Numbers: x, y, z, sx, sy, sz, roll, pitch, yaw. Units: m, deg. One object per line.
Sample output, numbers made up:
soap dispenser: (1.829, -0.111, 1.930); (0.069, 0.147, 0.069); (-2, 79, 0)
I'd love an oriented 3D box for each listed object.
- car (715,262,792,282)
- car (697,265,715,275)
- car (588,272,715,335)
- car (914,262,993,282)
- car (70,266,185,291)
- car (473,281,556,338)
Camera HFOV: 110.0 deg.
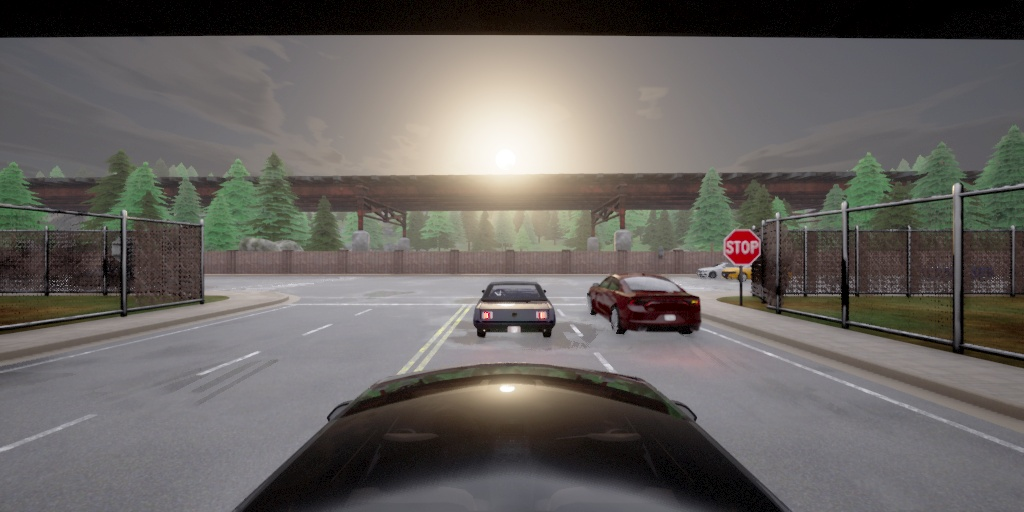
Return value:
car: (19.305, 1.227, 28.397); (5.008, 1.535, 1.882); (0, 0, 0)
car: (18.940, 1.276, 31.881); (4.674, 1.442, 1.812); (0, 0, 0)
car: (3.558, 1.228, 10.541); (1.882, 1.535, 5.008); (0, 0, 0)
car: (34.575, 1.227, 28.288); (5.008, 1.535, 1.882); (0, 0, 0)
car: (-22.981, 1.297, 21.490); (5.357, 1.411, 2.033); (0, 0, -1)
car: (0.058, 1.351, 10.216); (1.895, 1.301, 4.718); (0, 0, 0)
